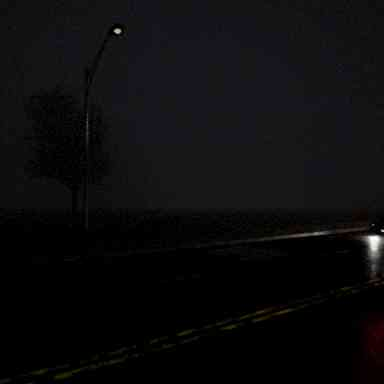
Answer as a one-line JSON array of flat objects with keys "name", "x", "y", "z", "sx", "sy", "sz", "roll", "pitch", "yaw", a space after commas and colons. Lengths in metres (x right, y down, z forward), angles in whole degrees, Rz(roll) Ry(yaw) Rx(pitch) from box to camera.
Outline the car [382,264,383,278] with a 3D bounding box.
[{"name": "car", "x": 6.587, "y": 1.739, "z": 7.904, "sx": 4.718, "sy": 1.301, "sz": 1.895, "roll": 1, "pitch": -1, "yaw": -35}]

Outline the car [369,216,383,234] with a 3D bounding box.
[{"name": "car", "x": 13.281, "y": 1.898, "z": 20.951, "sx": 5.357, "sy": 1.411, "sz": 2.033, "roll": 1, "pitch": -1, "yaw": -36}]
